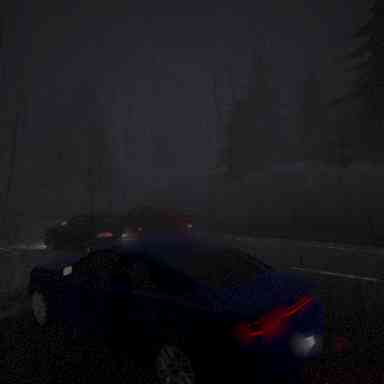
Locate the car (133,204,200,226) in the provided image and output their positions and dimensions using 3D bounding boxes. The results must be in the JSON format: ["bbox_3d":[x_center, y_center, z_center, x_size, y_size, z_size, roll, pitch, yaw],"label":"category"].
[{"bbox_3d":[-1.926,1.308,15.364,5.008,1.535,1.882,-1,1,41],"label":"car"}]

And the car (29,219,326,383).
[{"bbox_3d":[-0.665,1.416,5.039,5.008,1.535,1.882,-1,1,41],"label":"car"}]

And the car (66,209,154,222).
[{"bbox_3d":[-3.677,1.482,12.259,4.181,1.385,1.994,-1,1,41],"label":"car"}]
